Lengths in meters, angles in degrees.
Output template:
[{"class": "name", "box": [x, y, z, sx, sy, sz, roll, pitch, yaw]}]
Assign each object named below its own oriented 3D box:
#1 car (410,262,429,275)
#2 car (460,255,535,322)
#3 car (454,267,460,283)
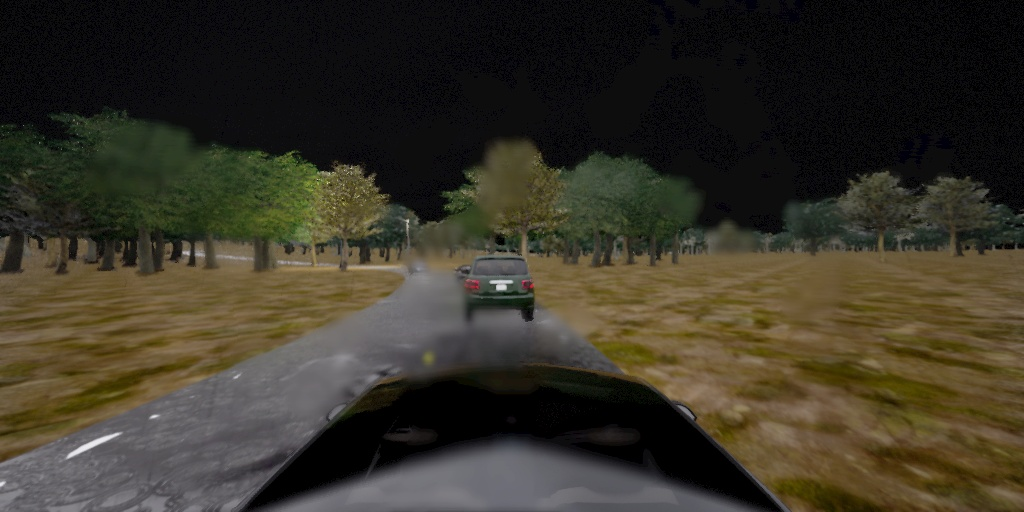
[{"class": "car", "box": [-10.818, 1.413, 41.753, 2.128, 1.511, 4.902, 0, 0, -21]}, {"class": "car", "box": [-0.592, 1.003, 12.772, 2.150, 2.045, 5.566, 0, -1, -6]}, {"class": "car", "box": [-3.680, 1.406, 29.841, 1.994, 1.385, 4.181, 0, 0, -14]}]
